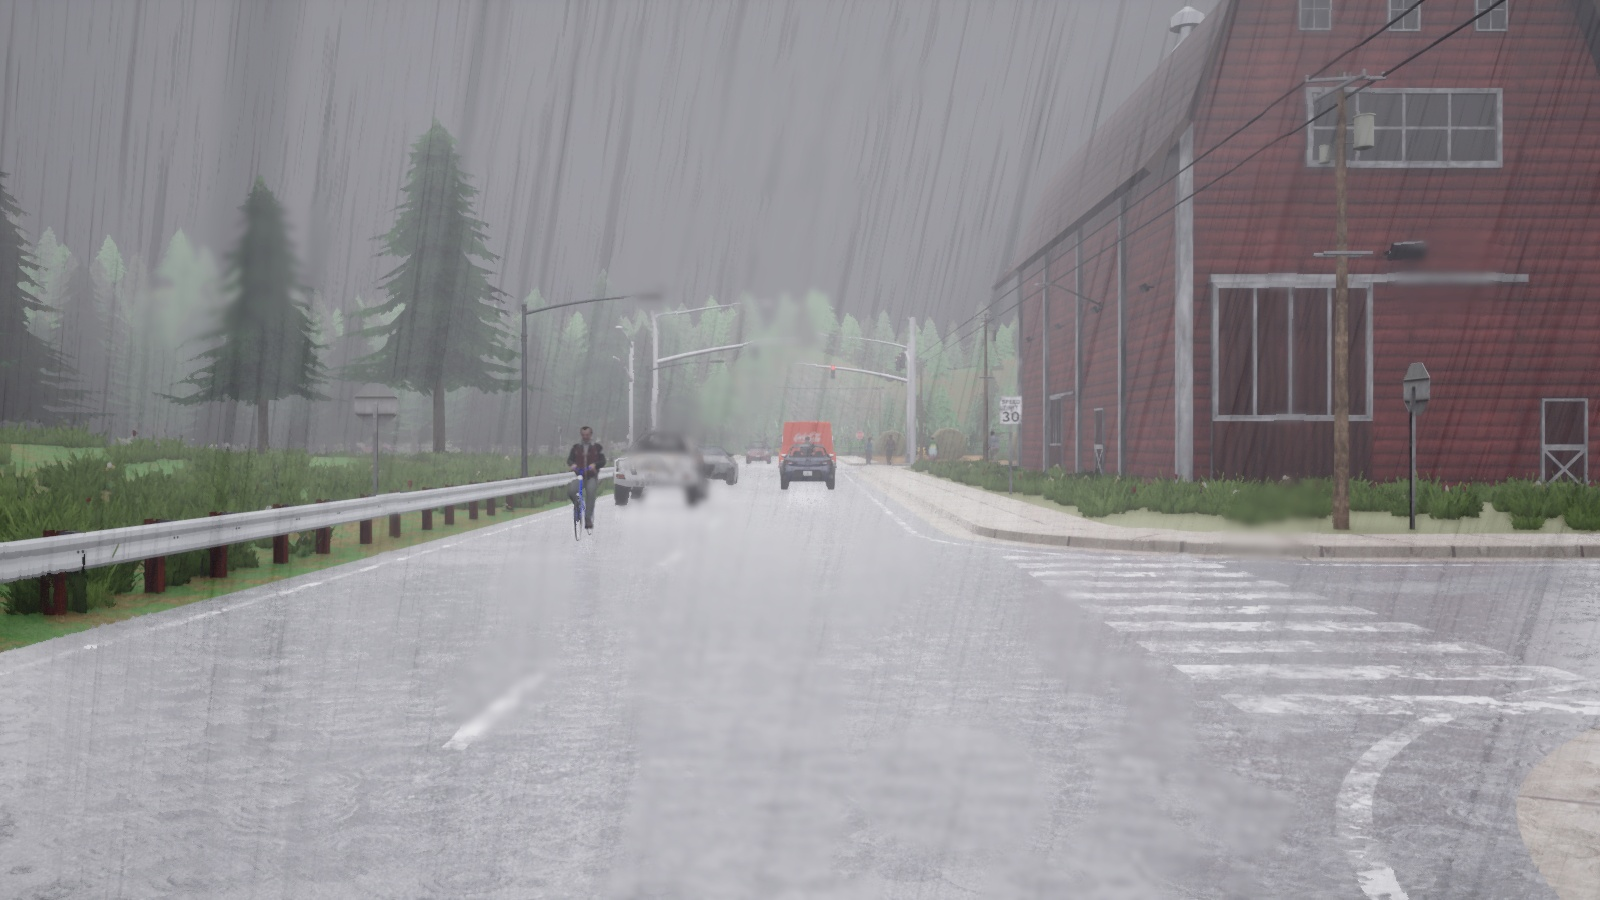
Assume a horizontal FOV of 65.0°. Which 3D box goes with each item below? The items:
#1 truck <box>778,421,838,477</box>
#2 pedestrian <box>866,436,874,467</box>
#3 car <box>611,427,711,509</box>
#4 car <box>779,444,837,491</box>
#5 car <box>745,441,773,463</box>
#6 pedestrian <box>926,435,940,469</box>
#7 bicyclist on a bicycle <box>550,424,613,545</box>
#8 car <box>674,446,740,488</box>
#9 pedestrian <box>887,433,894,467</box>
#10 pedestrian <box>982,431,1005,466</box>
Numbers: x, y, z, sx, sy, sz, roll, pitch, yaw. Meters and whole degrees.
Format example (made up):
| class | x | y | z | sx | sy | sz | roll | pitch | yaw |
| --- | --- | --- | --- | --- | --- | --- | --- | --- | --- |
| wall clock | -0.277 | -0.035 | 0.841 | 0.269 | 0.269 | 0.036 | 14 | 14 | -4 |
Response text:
| class | x | y | z | sx | sy | sz | roll | pitch | yaw |
| --- | --- | --- | --- | --- | --- | --- | --- | --- | --- |
| truck | 0.345 | -0.065 | 57.582 | 2.627 | 2.467 | 5.204 | 0 | 0 | 0 |
| pedestrian | 4.377 | 0.081 | 78.708 | 0.396 | 1.930 | 0.692 | 0 | 0 | -7 |
| car | -3.310 | 0.387 | 30.698 | 1.932 | 1.855 | 4.605 | 0 | 0 | 0 |
| car | 0.253 | 0.526 | 41.552 | 1.816 | 1.474 | 4.193 | 0 | 0 | 0 |
| car | -2.966 | 0.131 | 90.637 | 1.851 | 1.617 | 3.988 | 0 | 0 | 0 |
| pedestrian | 7.744 | 0.115 | 73.158 | 0.659 | 1.952 | 0.873 | 0 | 0 | -4 |
| bicyclist on a bicycle | -3.360 | 0.505 | 19.465 | 0.659 | 1.776 | 1.843 | 0 | 0 | -1 |
| car | -3.231 | 0.558 | 44.297 | 1.994 | 1.385 | 4.181 | 0 | 0 | 0 |
| pedestrian | 4.952 | -0.004 | 68.757 | 0.328 | 1.805 | 0.869 | 0 | 0 | 5 |
| pedestrian | 10.236 | -0.096 | 66.431 | 0.874 | 1.855 | 0.900 | 0 | 0 | -24 |
